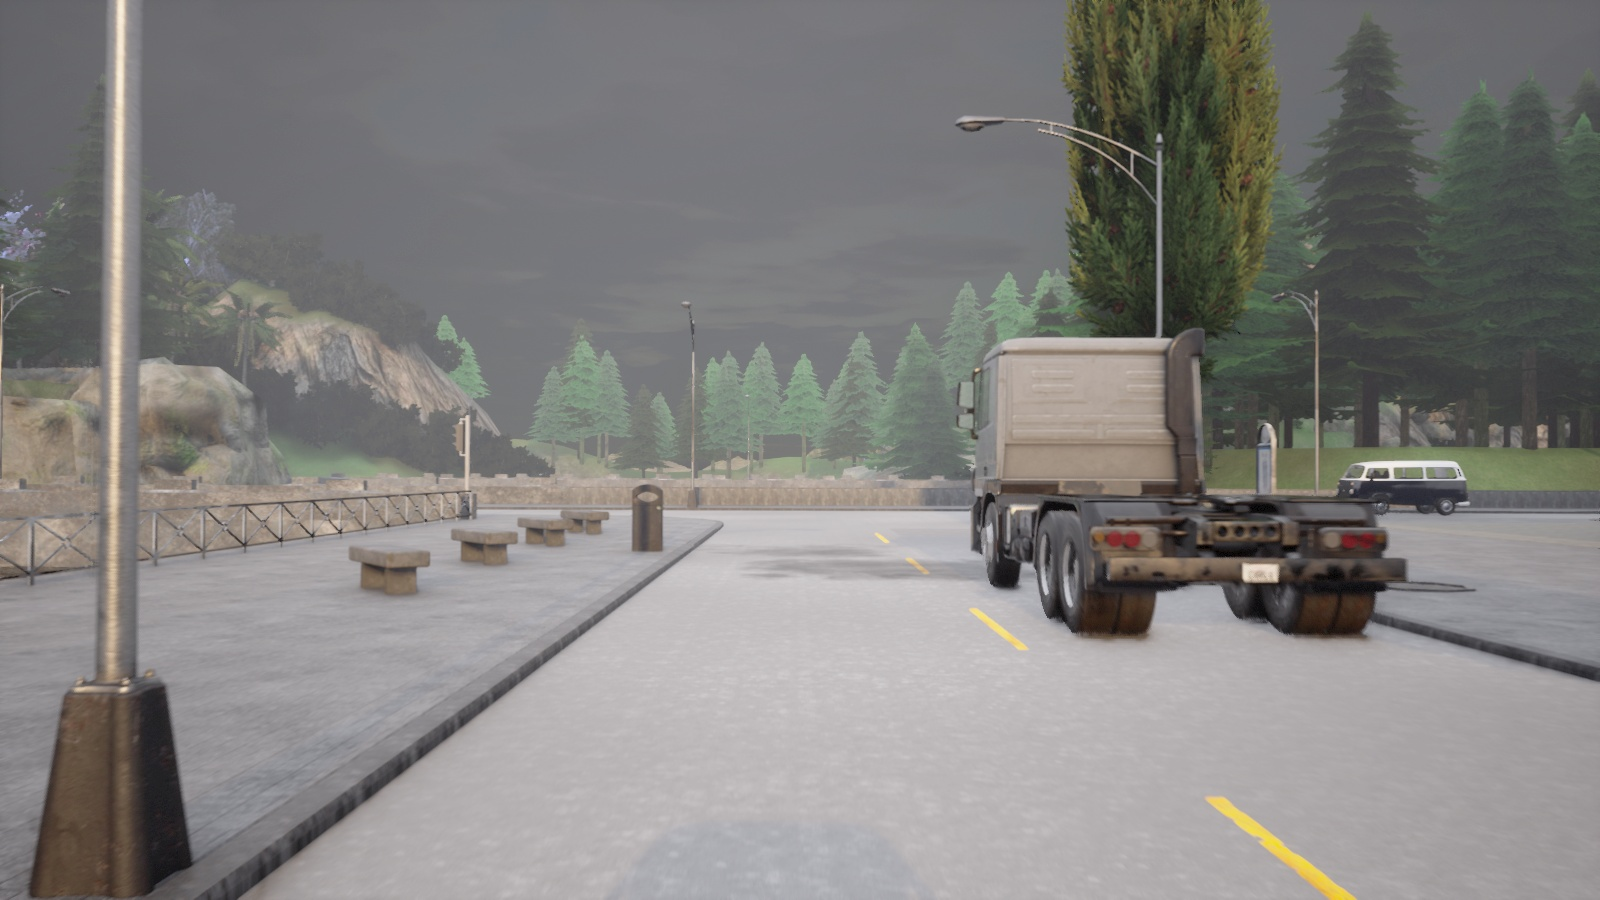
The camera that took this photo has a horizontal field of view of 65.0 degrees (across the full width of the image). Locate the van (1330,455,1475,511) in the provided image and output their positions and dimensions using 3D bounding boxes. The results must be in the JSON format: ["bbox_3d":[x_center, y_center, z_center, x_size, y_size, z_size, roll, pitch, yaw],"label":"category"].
[{"bbox_3d":[22.730,1.243,47.515,4.480,2.038,2.069,0,-1,0],"label":"van"}]

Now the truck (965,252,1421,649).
[{"bbox_3d":[3.956,0.067,14.952,2.891,3.462,7.936,0,-1,0],"label":"truck"}]
